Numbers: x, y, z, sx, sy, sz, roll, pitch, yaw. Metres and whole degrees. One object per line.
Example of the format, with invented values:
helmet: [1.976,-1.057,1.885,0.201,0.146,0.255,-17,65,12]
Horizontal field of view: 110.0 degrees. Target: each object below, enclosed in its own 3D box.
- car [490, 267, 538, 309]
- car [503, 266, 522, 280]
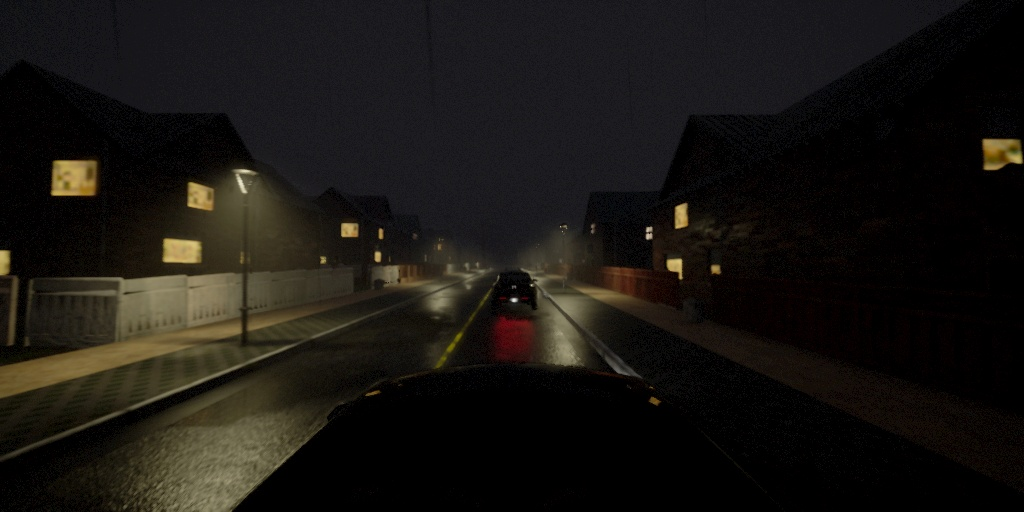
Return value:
car: [0.093,1.425,15.962,1.837,1.490,4.892,0,0,0]
car: [0.086,1.800,38.126,1.895,1.301,4.718,0,-1,0]
